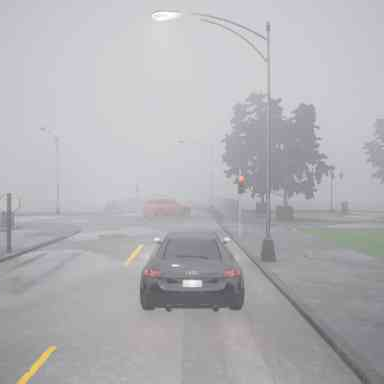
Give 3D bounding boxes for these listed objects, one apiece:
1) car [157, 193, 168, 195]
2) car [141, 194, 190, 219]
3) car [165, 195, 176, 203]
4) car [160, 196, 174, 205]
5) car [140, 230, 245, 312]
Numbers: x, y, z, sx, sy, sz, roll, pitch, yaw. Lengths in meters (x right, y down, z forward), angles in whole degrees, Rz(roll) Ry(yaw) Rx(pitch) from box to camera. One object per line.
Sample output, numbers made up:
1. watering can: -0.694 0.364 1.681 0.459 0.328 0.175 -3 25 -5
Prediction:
1. car: -4.511 1.221 51.016 2.150 2.045 5.566 0 0 -1
2. car: -2.246 1.352 29.545 2.097 1.767 4.553 -1 0 44
3. car: -4.577 1.525 71.510 2.128 1.511 4.902 0 0 0
4. car: -4.557 1.547 61.267 2.033 1.411 5.357 0 0 0
5. car: 0.001 1.564 7.801 1.994 1.385 4.181 0 0 0
